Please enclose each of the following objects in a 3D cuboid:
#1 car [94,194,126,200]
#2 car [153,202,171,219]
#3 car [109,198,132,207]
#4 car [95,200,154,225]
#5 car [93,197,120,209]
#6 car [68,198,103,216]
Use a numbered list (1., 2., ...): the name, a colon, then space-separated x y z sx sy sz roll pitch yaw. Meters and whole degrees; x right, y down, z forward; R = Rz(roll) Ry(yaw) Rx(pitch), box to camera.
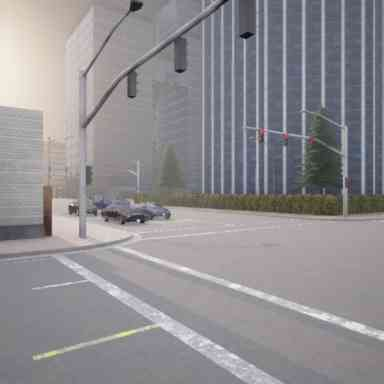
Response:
1. car: -9.329 1.277 36.947 2.150 2.045 5.566 0 0 -36
2. car: -3.667 1.581 29.075 1.812 1.442 4.674 0 0 -36
3. car: -11.229 1.619 51.903 1.994 1.385 4.181 0 0 -36
4. car: -5.262 1.603 25.262 2.033 1.411 5.357 0 0 -36
5. car: -12.158 1.547 47.198 2.128 1.511 4.902 0 0 -36
6. car: -10.932 1.560 33.171 1.837 1.490 4.892 0 0 -36
